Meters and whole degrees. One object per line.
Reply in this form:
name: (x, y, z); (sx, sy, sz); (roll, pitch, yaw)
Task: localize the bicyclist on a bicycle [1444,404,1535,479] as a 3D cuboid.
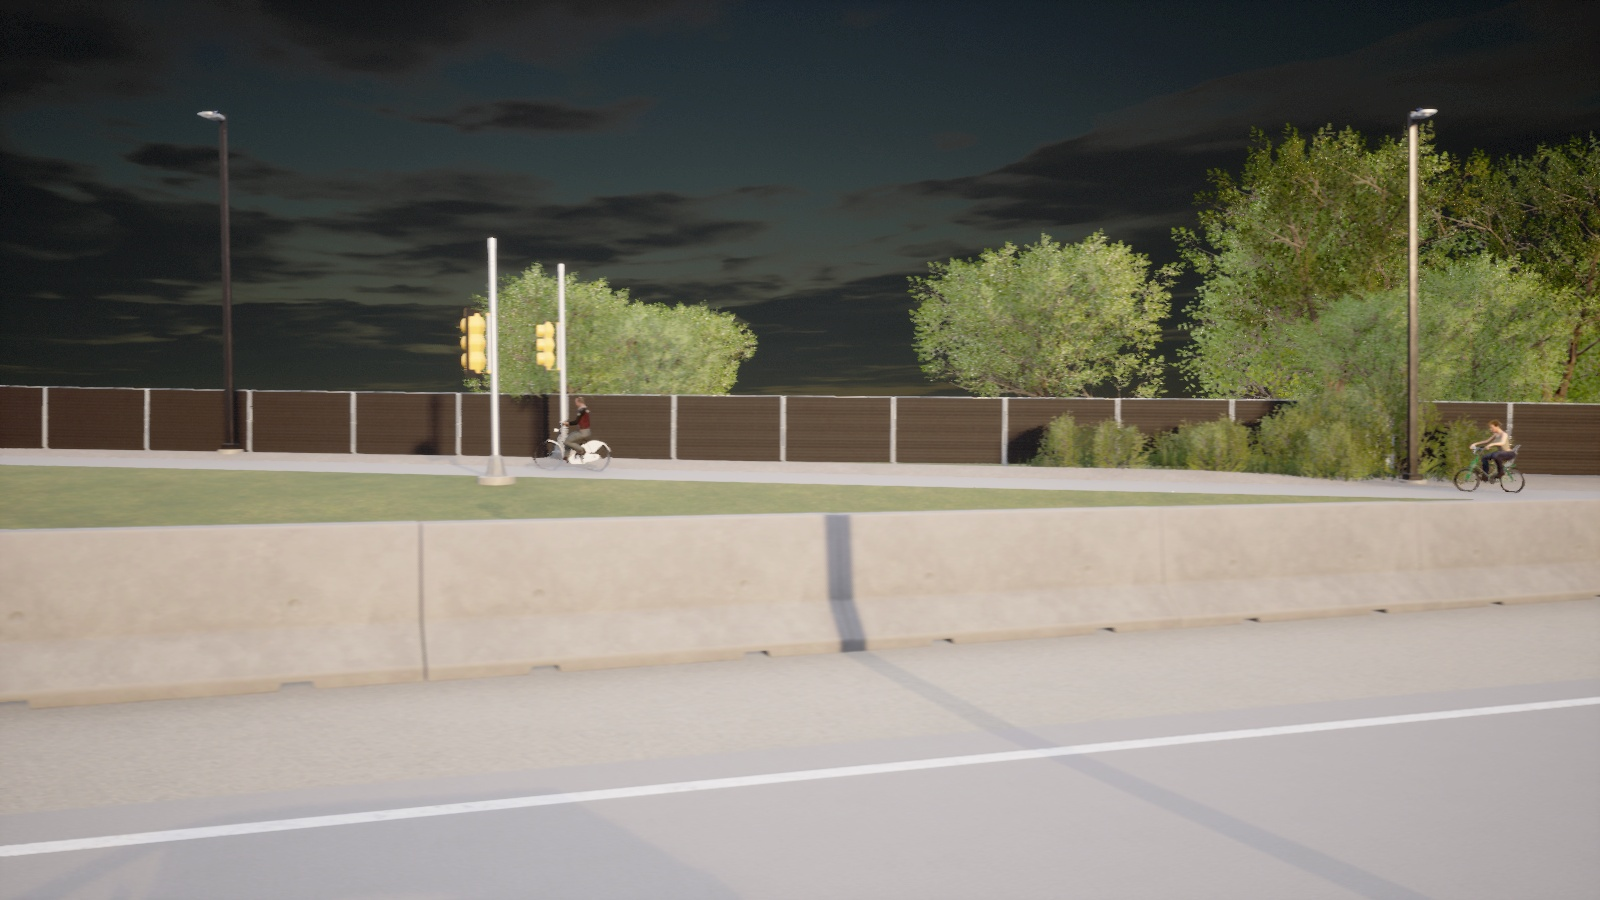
bicyclist on a bicycle: (15.071, -0.182, 27.479); (1.509, 1.612, 0.866); (0, 1, 4)

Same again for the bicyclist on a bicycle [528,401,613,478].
bicyclist on a bicycle: (-5.388, -0.247, 29.523); (1.843, 1.776, 0.659); (0, 2, 6)
